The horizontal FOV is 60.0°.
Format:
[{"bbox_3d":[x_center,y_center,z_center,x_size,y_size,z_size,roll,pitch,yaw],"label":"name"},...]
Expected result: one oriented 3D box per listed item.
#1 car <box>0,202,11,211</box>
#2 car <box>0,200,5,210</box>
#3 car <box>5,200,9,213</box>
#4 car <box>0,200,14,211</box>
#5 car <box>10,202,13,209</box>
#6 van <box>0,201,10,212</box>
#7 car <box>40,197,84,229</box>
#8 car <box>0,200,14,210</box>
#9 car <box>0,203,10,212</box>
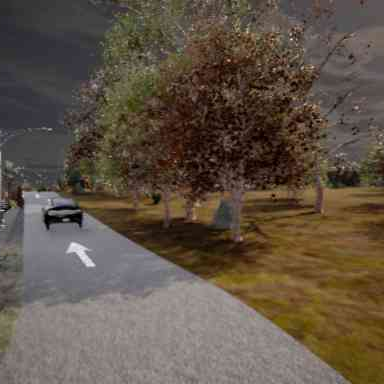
[{"bbox_3d":[-38.047,2.822,64.551,2.185,1.767,4.553,-1,-1,43],"label":"car"},{"bbox_3d":[-21.785,2.036,32.125,2.435,2.045,5.566,-1,-1,43],"label":"car"},{"bbox_3d":[-24.464,2.147,37.568,2.435,2.045,5.566,-2,-2,43],"label":"car"},{"bbox_3d":[-39.444,2.750,67.207,2.435,2.045,5.566,-1,-1,43],"label":"car"},{"bbox_3d":[-29.903,2.368,48.364,2.435,2.045,5.566,-2,-2,43],"label":"car"},{"bbox_3d":[-36.640,2.669,61.923,1.878,1.987,4.442,-2,-2,43],"label":"van"},{"bbox_3d":[-7.274,1.038,18.534,2.128,1.511,4.902,-1,3,-26],"label":"car"},{"bbox_3d":[-40.784,2.805,69.958,2.435,2.045,5.566,-2,-2,43],"label":"car"},{"bbox_3d":[-35.349,2.840,59.134,2.231,1.521,4.892,-1,-1,43],"label":"car"}]
